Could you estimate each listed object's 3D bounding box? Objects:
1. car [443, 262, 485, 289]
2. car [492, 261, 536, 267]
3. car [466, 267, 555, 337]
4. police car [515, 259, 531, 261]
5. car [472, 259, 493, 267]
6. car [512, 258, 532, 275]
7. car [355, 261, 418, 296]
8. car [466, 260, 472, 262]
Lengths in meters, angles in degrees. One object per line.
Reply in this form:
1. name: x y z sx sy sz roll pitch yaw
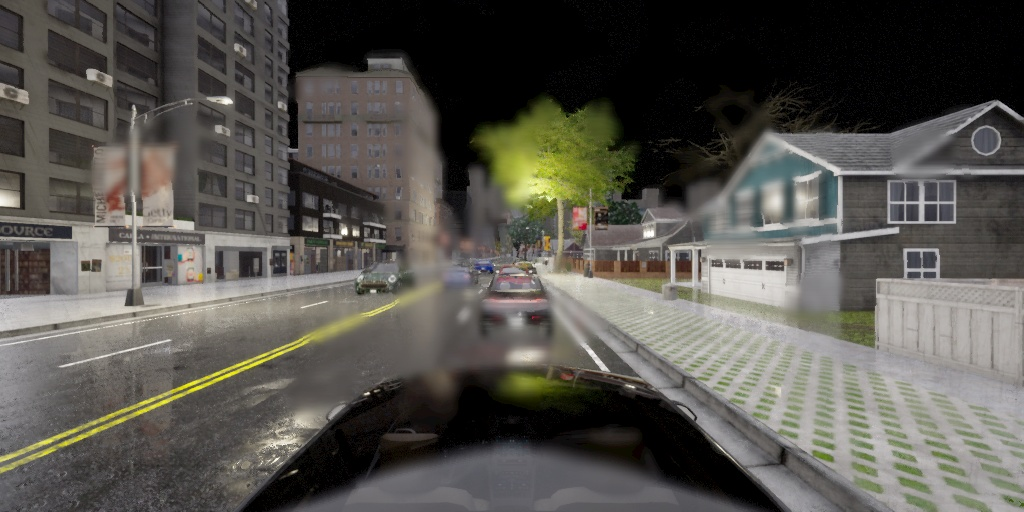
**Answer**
1. car: -3.121 1.286 22.928 2.033 1.411 5.357 0 0 0
2. car: 0.122 1.219 19.849 1.882 1.535 5.008 0 0 0
3. car: 0.113 1.239 10.346 2.128 1.511 4.902 0 0 0
4. police car: 1.008 1.156 29.578 1.930 1.638 5.238 0 0 0
5. car: -3.104 1.193 41.178 1.882 1.535 5.008 0 0 0
6. car: 1.019 1.069 39.439 2.097 1.767 4.553 0 0 0
7. car: -6.579 1.094 19.259 2.097 1.767 4.553 0 0 0
8. car: -6.485 1.249 63.574 1.994 1.385 4.181 0 0 1
